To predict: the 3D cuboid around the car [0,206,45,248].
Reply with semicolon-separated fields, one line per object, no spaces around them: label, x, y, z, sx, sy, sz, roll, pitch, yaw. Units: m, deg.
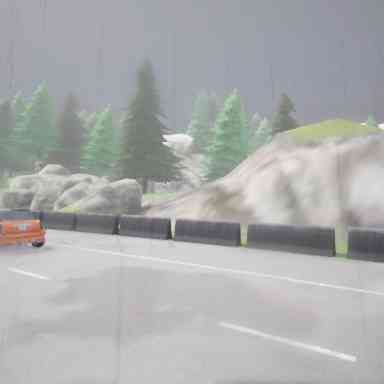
car;-8.262;1.446;14.066;4.553;1.767;2.097;-1;0;36
